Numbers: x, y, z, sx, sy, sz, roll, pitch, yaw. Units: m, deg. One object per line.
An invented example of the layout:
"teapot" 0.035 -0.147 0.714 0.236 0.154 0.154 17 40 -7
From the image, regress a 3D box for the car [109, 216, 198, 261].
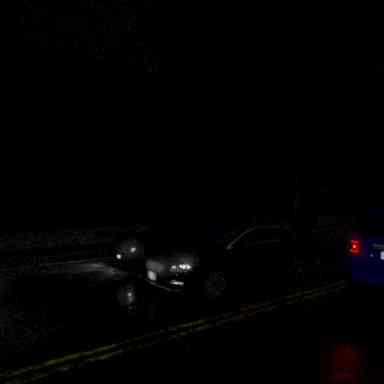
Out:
"car" -0.049 1.582 11.636 5.357 1.411 2.033 0 0 -36

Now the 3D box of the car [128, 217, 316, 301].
"car" 1.145 1.521 8.492 4.902 1.511 2.128 0 0 -35

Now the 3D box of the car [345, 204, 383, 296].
"car" 5.736 1.273 7.534 5.566 2.045 2.150 1 0 -35
